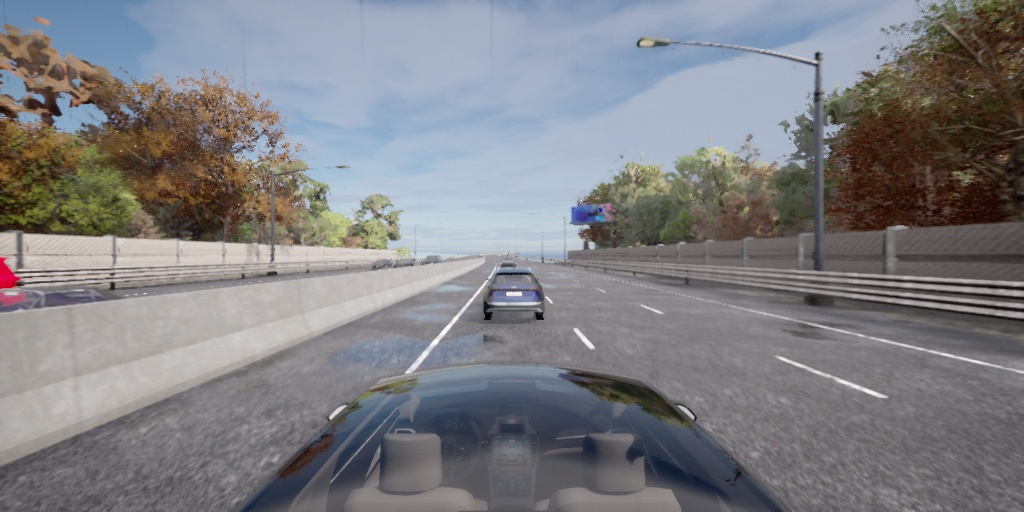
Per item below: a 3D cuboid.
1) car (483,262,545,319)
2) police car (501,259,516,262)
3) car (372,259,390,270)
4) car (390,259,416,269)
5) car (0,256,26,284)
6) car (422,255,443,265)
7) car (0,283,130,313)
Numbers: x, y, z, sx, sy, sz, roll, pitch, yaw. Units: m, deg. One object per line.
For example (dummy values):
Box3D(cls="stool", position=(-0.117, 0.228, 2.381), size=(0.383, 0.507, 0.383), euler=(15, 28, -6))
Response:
Box3D(cls="car", position=(0.049, 1.170, 12.712), size=(2.033, 1.649, 4.856), euler=(0, 0, 0))
Box3D(cls="police car", position=(-0.444, 1.132, 44.129), size=(1.930, 1.638, 5.238), euler=(0, 0, -1))
Box3D(cls="car", position=(-18.290, 1.208, 50.913), size=(1.837, 1.490, 4.892), euler=(0, 0, -1))
Box3D(cls="car", position=(-14.757, 1.182, 49.602), size=(1.882, 1.535, 5.008), euler=(0, 0, -1))
Box3D(cls="car", position=(-14.117, 0.968, 7.265), size=(2.150, 2.045, 5.566), euler=(0, 0, 0))
Box3D(cls="car", position=(-11.295, 0.923, 51.255), size=(2.150, 2.045, 5.566), euler=(0, 0, -1))
Box3D(cls="car", position=(-10.620, 1.347, 7.739), size=(1.895, 1.301, 4.718), euler=(0, 0, 0))
